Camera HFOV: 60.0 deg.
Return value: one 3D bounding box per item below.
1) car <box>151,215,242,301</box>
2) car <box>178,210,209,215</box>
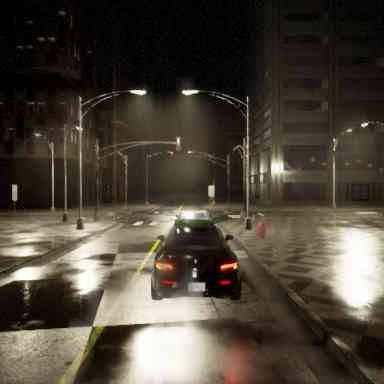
[{"bbox_3d":[0.085,1.522,8.210,1.812,1.442,4.674,0,0,0],"label":"car"},{"bbox_3d":[0.074,1.591,17.235,1.895,1.301,4.718,0,0,0],"label":"car"}]
